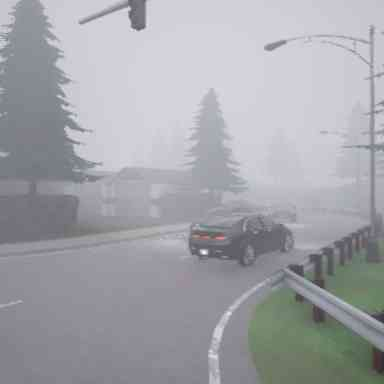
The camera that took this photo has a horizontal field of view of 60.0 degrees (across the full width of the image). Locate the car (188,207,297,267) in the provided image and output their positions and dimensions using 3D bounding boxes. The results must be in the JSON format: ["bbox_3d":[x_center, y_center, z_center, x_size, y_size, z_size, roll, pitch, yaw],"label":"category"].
[{"bbox_3d":[1.862,1.479,11.520,1.837,1.490,4.892,-1,0,39],"label":"car"}]

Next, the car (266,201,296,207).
[{"bbox_3d":[7.122,1.469,25.926,1.812,1.442,4.674,0,0,19],"label":"car"}]

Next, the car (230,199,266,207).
[{"bbox_3d":[5.611,1.502,36.406,2.033,1.411,5.357,0,0,-43],"label":"car"}]

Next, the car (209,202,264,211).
[{"bbox_3d":[1.745,1.477,17.213,1.837,1.490,4.892,0,0,36],"label":"car"}]
